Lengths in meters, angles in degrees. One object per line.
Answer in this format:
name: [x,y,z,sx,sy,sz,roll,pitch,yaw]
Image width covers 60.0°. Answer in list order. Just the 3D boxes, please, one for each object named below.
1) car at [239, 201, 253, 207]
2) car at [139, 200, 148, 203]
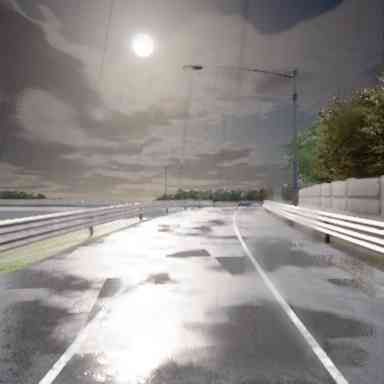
car: [14.407,3.081,88.854,2.097,1.767,4.553,-2,-3,40]
car: [-9.372,2.416,68.594,4.181,1.385,1.994,2,-3,-33]
